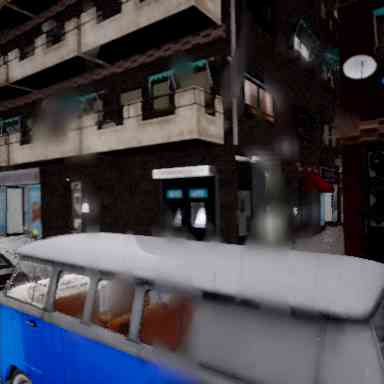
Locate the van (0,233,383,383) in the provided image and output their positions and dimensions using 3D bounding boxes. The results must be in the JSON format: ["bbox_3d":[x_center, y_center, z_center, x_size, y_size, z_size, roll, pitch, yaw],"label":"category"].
[{"bbox_3d":[-0.243,1.359,3.064,3.998,1.788,1.690,-1,-1,36],"label":"van"}]
